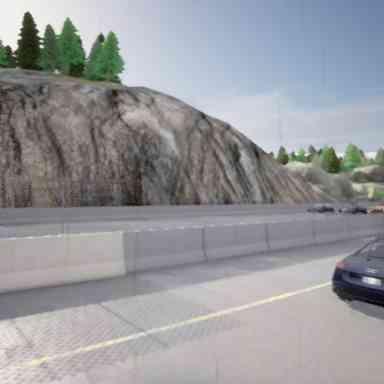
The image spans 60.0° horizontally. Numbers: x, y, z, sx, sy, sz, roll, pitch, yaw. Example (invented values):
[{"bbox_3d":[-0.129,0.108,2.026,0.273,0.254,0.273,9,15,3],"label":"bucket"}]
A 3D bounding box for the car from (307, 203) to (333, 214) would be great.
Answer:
[{"bbox_3d":[17.169,2.149,44.032,4.674,1.442,1.812,1,-1,-38],"label":"car"}]

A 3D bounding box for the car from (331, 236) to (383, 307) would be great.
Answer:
[{"bbox_3d":[5.005,1.683,7.516,4.181,1.385,1.994,1,-1,-37],"label":"car"}]

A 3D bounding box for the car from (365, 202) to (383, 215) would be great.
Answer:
[{"bbox_3d":[23.175,1.960,39.846,4.553,1.767,2.097,1,-1,-38],"label":"car"}]

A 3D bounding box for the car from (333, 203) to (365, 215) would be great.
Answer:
[{"bbox_3d":[20.434,2.113,42.145,4.902,1.511,2.128,1,-1,-38],"label":"car"}]
